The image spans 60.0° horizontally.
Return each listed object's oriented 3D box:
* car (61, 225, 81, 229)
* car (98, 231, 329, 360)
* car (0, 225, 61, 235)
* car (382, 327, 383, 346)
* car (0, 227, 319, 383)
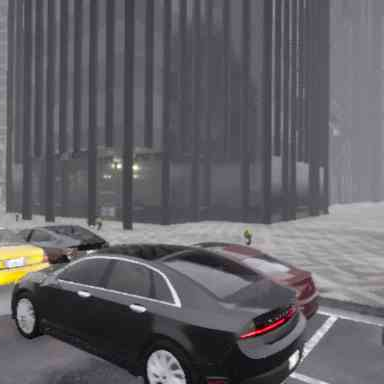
[{"bbox_3d":[-4.256,1.629,9.849,4.313,1.339,1.947,0,0,37],"label":"car"},{"bbox_3d":[0.243,1.643,6.511,4.206,1.307,1.802,0,0,37],"label":"car"},{"bbox_3d":[-5.842,1.500,8.688,5.366,1.575,1.801,0,-1,37],"label":"car"},{"bbox_3d":[4.743,1.373,3.175,5.009,1.841,2.192,0,0,37],"label":"car"},{"bbox_3d":[-0.859,1.547,5.014,4.892,1.490,1.837,0,-1,37],"label":"car"}]
